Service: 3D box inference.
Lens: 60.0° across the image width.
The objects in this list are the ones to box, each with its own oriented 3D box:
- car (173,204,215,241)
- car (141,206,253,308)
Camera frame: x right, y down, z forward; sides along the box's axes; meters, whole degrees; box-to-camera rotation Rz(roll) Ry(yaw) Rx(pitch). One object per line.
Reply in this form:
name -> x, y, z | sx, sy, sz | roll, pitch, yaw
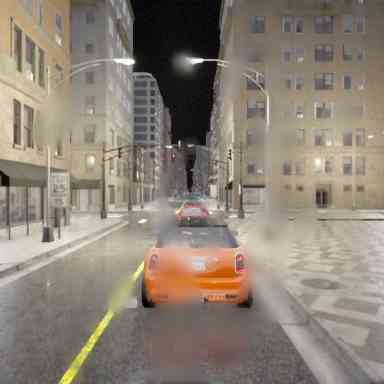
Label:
car -> 0.094, 1.475, 17.691 | 1.882, 1.535, 5.008 | 0, 0, 0
car -> 0.094, 1.351, 8.091 | 2.097, 1.767, 4.553 | 0, 0, 0
